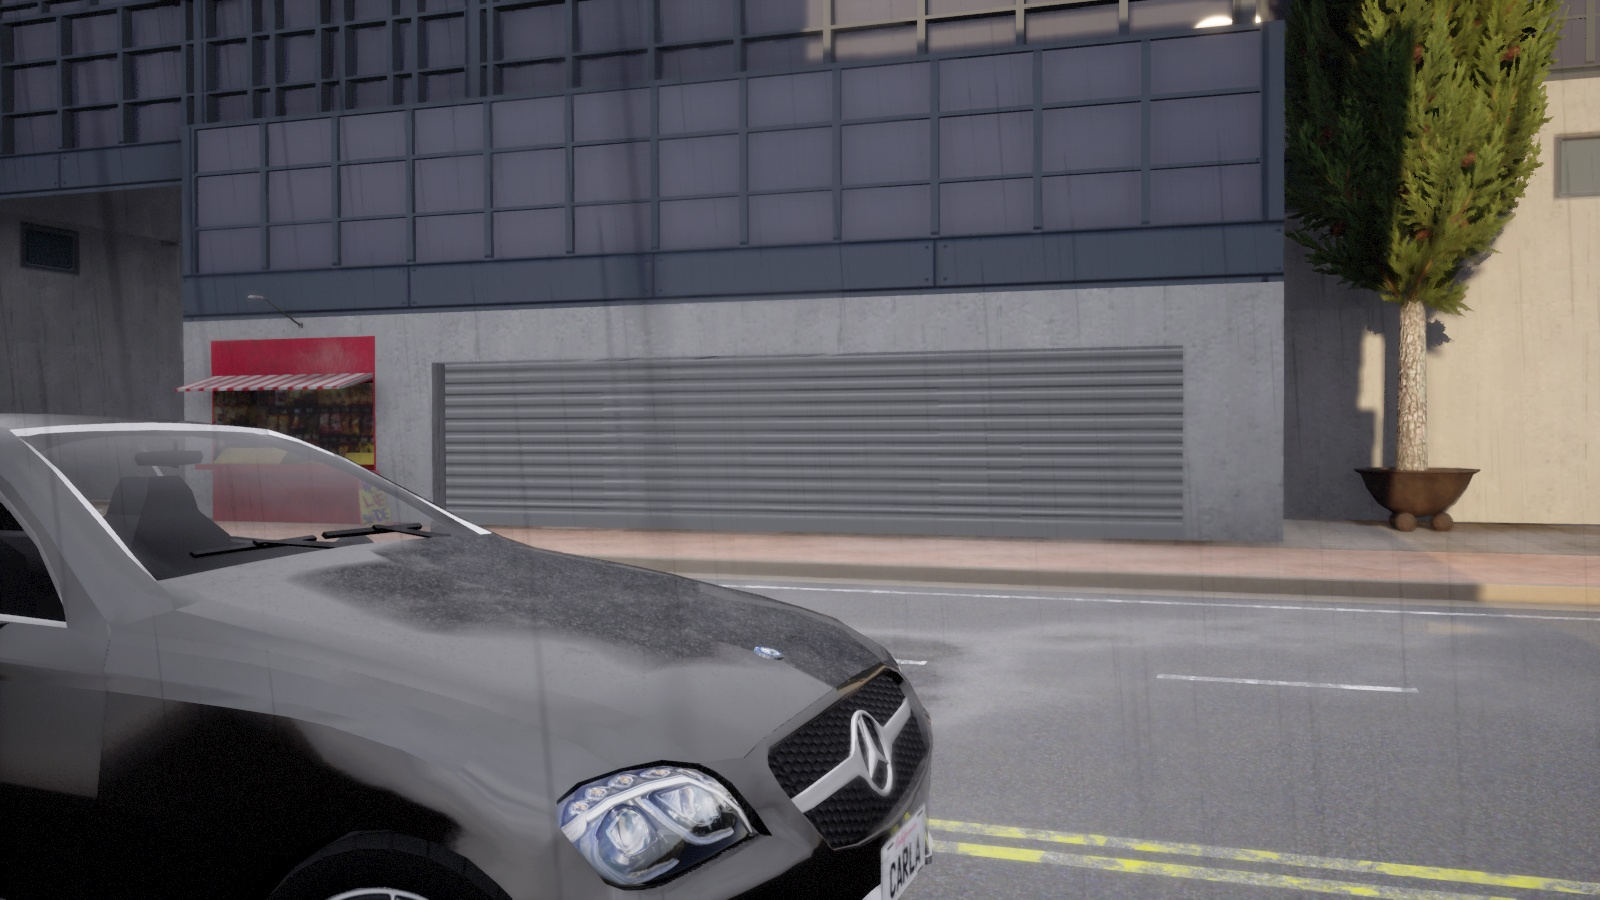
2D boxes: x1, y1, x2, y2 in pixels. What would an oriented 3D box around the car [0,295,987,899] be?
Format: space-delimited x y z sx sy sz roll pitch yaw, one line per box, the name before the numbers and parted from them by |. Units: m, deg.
car | -2.120 0.535 3.904 5.027 1.651 2.152 1 1 19
